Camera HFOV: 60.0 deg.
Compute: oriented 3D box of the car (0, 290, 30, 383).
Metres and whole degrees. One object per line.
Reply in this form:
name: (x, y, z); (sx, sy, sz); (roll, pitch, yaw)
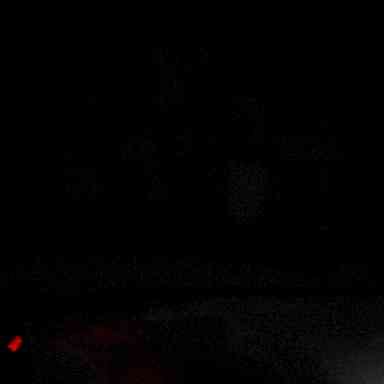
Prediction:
car: (-3.447, 1.379, 2.297); (4.181, 1.385, 1.994); (0, 2, -33)
